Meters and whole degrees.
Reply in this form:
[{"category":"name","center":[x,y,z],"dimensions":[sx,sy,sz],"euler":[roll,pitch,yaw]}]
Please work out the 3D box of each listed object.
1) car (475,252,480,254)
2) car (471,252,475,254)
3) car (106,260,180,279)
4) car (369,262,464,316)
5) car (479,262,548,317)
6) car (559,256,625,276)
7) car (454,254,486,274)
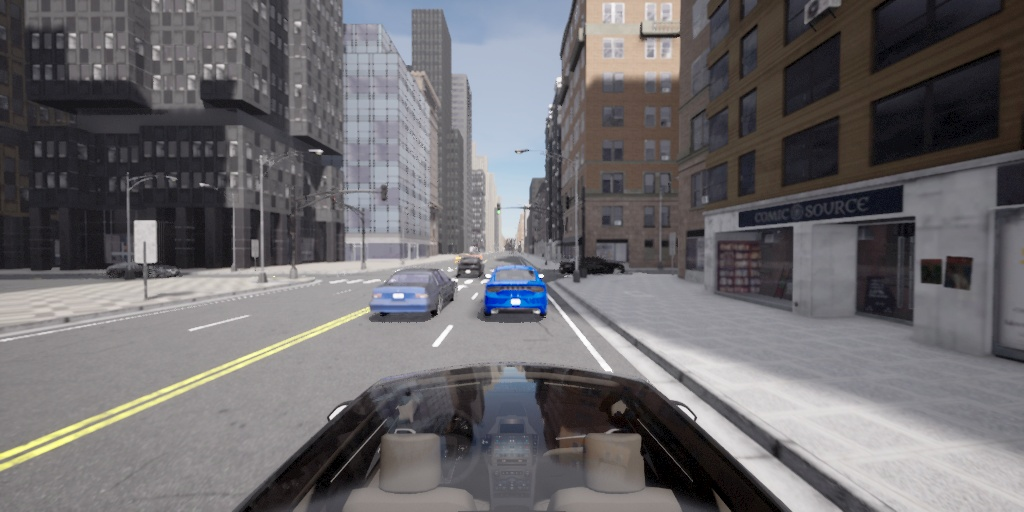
[{"category":"car","center":[-6.541,0.047,63.949],"dimensions":[2.097,1.767,4.553],"euler":[0,1,1]},{"category":"car","center":[-6.594,0.432,48.598],"dimensions":[1.882,1.535,5.008],"euler":[0,1,0]},{"category":"car","center":[-28.607,1.044,27.829],"dimensions":[4.674,1.442,1.812],"euler":[0,1,0]},{"category":"car","center":[-3.152,1.115,12.463],"dimensions":[2.033,1.411,5.357],"euler":[0,1,0]},{"category":"car","center":[0.099,1.049,12.257],"dimensions":[1.882,1.535,5.008],"euler":[0,1,0]},{"category":"car","center":[5.985,0.735,26.730],"dimensions":[5.008,1.535,1.882],"euler":[-1,0,-17]},{"category":"car","center":[-3.154,0.807,28.184],"dimensions":[1.837,1.490,4.892],"euler":[0,1,0]}]
